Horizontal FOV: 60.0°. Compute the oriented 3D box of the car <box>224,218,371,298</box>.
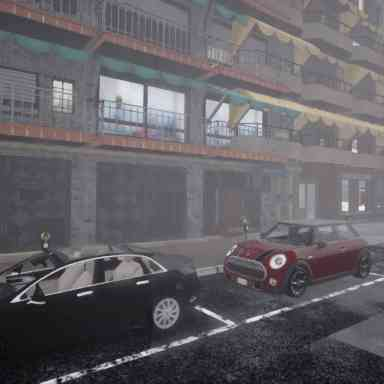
[{"bbox_3d":[2.729,1.442,8.472,4.097,1.590,1.967,0,1,-35],"label":"car"}]

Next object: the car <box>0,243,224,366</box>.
[{"bbox_3d":[-1.880,1.551,5.201,4.403,1.369,2.008,0,1,-35],"label":"car"}]
